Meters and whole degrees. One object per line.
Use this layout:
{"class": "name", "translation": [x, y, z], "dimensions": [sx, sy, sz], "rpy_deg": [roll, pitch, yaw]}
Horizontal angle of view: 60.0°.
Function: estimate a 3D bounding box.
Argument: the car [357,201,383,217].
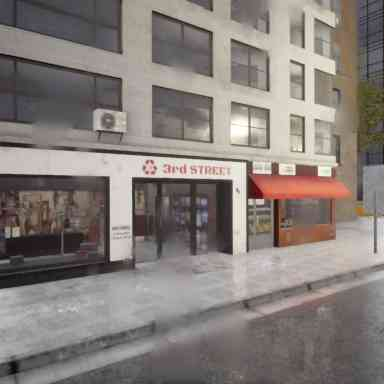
{"class": "car", "translation": [16.232, 1.537, 29.887], "dimensions": [1.882, 1.535, 5.008], "rpy_deg": [0, 0, -36]}
